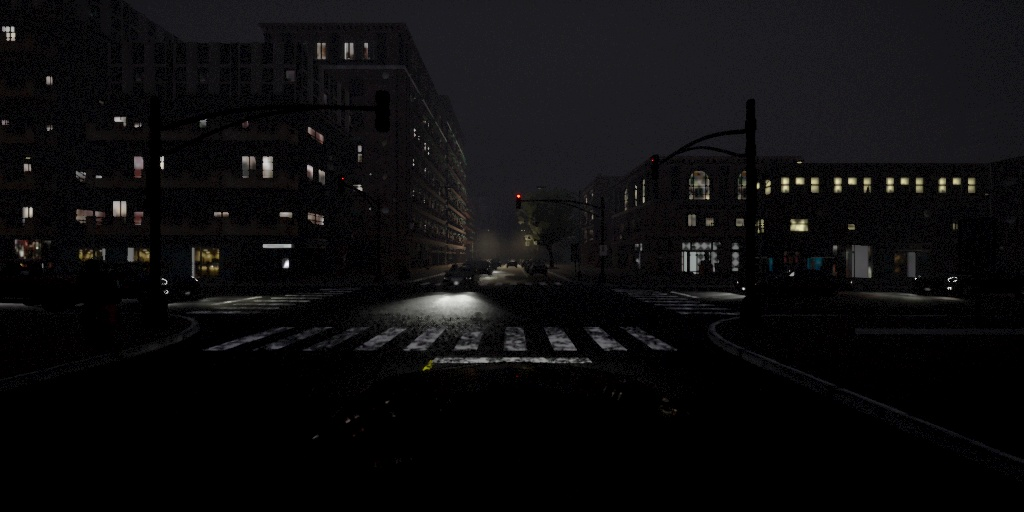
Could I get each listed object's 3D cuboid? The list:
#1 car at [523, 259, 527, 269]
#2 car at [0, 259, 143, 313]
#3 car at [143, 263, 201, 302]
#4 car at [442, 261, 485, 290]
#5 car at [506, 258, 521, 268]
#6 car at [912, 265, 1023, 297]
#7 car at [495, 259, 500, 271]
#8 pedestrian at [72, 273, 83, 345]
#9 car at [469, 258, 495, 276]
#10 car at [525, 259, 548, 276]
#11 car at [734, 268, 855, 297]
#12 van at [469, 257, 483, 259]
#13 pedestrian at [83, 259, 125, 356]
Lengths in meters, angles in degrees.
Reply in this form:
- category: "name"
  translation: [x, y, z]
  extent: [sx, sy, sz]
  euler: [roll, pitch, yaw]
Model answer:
- category: "car"
  translation: [2.682, 1.228, 42.557]
  extent: [1.967, 1.591, 4.097]
  euler: [0, 0, 0]
- category: "car"
  translation: [-17.279, 1.013, 13.137]
  extent: [5.009, 1.841, 2.192]
  euler: [0, 0, 0]
- category: "car"
  translation: [-16.530, 1.053, 15.753]
  extent: [4.553, 1.767, 2.097]
  euler: [0, 0, -1]
- category: "car"
  translation: [-3.104, 1.251, 22.441]
  extent: [2.128, 1.511, 4.902]
  euler: [0, 0, 0]
- category: "car"
  translation: [-0.013, 1.319, 63.216]
  extent: [2.128, 1.511, 4.902]
  euler: [0, 0, 0]
- category: "car"
  translation: [24.520, 1.219, 19.231]
  extent: [4.553, 1.767, 2.097]
  euler: [0, 0, 0]
- category: "car"
  translation: [-3.104, 1.404, 51.532]
  extent: [1.895, 1.301, 4.718]
  euler: [0, 0, 0]
- category: "pedestrian"
  translation: [-8.521, 0.892, 7.331]
  extent: [0.375, 1.860, 0.375]
  euler: [0, 0, 0]
- category: "car"
  translation: [-3.105, 1.258, 37.376]
  extent: [1.882, 1.535, 5.008]
  euler: [0, 0, 0]
- category: "car"
  translation: [2.683, 1.330, 36.860]
  extent: [2.007, 1.370, 4.403]
  euler: [0, 0, 0]
- category: "car"
  translation: [15.020, 1.372, 19.163]
  extent: [5.357, 1.411, 2.033]
  euler: [0, 0, 0]
- category: "van"
  translation: [-5.702, 1.148, 53.950]
  extent: [1.690, 1.789, 3.998]
  euler: [0, 0, 0]
- category: "pedestrian"
  translation: [-7.534, 0.886, 6.680]
  extent: [0.375, 1.860, 0.375]
  euler: [0, 0, 0]
